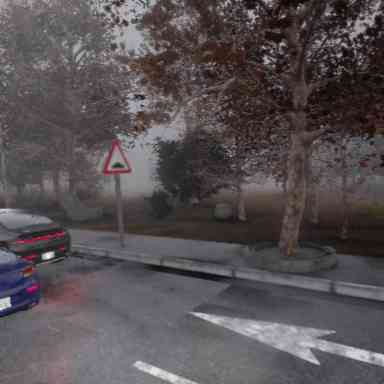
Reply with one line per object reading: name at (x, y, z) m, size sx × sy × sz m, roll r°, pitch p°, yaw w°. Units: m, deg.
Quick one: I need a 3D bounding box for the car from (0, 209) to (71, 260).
car at (-5.361, 1.243, 9.137) m, size 4.892 × 1.490 × 1.837 m, roll 0°, pitch 4°, yaw 35°

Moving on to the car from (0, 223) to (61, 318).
car at (-4.584, 1.423, 5.934) m, size 4.674 × 1.442 × 1.812 m, roll 0°, pitch 4°, yaw 35°
